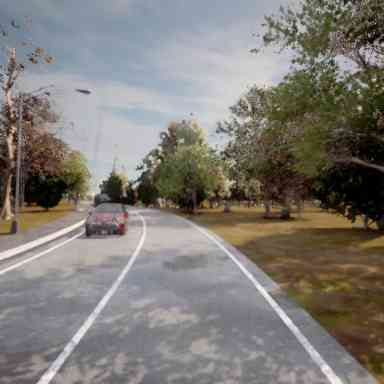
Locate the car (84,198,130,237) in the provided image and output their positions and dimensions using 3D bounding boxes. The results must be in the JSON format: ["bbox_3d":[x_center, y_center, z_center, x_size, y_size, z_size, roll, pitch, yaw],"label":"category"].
[{"bbox_3d":[-4.659,1.444,18.816,2.097,1.767,4.553,1,0,-7],"label":"car"}]

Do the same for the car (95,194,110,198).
[{"bbox_3d":[-15.938,1.369,59.266,2.150,2.045,5.566,2,-1,-23],"label":"car"}]
